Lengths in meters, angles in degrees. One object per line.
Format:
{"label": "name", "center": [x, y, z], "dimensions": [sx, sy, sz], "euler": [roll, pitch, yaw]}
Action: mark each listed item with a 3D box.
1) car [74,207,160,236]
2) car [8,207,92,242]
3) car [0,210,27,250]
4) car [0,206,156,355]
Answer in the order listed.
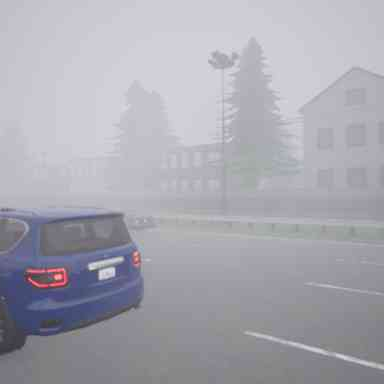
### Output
{"label": "car", "center": [-4.669, 1.709, 20.225], "dimensions": [5.357, 1.411, 2.033], "euler": [-1, 0, 35]}
{"label": "car", "center": [-7.843, 1.654, 18.189], "dimensions": [5.008, 1.535, 1.882], "euler": [-1, 0, 36]}
{"label": "car", "center": [-9.848, 1.653, 15.320], "dimensions": [5.008, 1.535, 1.882], "euler": [-1, 0, 36]}
{"label": "car", "center": [-3.417, 1.291, 6.423], "dimensions": [5.566, 2.045, 2.150], "euler": [0, 0, 36]}
